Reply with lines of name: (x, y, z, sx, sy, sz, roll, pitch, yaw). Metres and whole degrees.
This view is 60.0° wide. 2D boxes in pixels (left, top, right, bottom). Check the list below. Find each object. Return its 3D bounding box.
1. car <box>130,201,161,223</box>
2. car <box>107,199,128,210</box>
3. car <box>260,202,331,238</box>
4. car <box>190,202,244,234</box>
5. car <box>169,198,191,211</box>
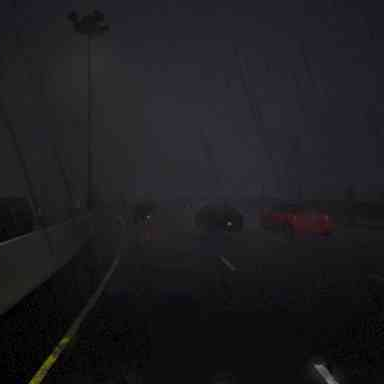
car: (-3.607, 1.488, 25.516, 1.837, 1.490, 4.892, 0, 0, -15)
car: (-9.458, 1.580, 41.787, 1.895, 1.301, 4.718, 0, 0, -24)
car: (5.285, 1.319, 17.607, 2.097, 1.767, 4.553, 0, 0, -9)
car: (1.448, 1.452, 19.350, 1.882, 1.535, 5.008, 0, 0, -11)
car: (-1.410, 1.464, 40.772, 1.837, 1.490, 4.892, 0, 0, -22)
